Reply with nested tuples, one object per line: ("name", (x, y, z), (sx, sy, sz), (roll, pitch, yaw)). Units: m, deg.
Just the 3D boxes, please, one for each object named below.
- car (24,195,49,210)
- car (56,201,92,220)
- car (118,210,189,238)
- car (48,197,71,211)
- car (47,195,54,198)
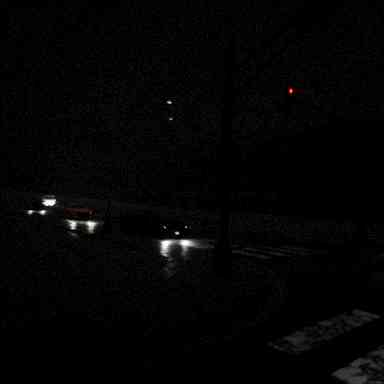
("car", (-22.398, 1.614, 47.288), (2.097, 1.767, 4.553), (4, -2, -36))
("car", (-10.910, 1.790, 31.176), (1.882, 1.535, 5.008), (4, -2, -36))
("car", (-2.401, 1.756, 19.314), (2.033, 1.411, 5.357), (4, -3, -38))
("car", (-17.679, 1.934, 45.508), (2.128, 1.511, 4.902), (4, -2, -35))
("car", (-23.569, 1.542, 53.626), (2.150, 2.045, 5.566), (4, -1, -36))
